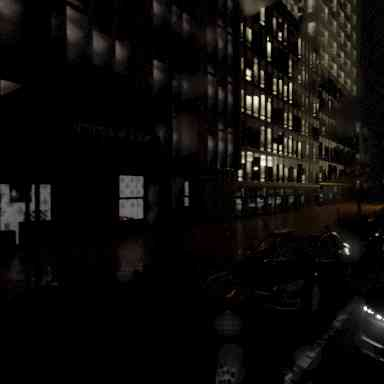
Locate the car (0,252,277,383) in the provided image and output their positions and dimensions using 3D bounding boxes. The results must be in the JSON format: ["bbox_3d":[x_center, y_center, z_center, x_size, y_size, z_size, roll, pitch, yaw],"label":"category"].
[{"bbox_3d":[-1.068,1.543,3.019,1.887,1.381,4.507,-1,0,37],"label":"car"}]

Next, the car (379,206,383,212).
[{"bbox_3d":[12.723,1.550,21.094,2.008,1.369,4.403,-1,0,37],"label":"car"}]

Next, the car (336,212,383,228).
[{"bbox_3d":[5.828,1.581,12.056,1.802,1.307,4.206,-1,0,37],"label":"car"}]

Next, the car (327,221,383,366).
[{"bbox_3d":[4.033,1.492,5.425,2.128,1.511,4.902,0,0,37],"label":"car"}]

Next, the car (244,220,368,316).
[{"bbox_3d":[2.379,1.549,7.538,2.008,1.369,4.403,-1,0,37],"label":"car"}]
